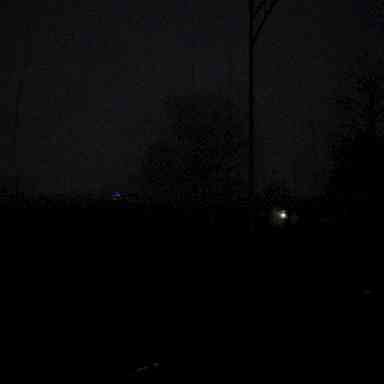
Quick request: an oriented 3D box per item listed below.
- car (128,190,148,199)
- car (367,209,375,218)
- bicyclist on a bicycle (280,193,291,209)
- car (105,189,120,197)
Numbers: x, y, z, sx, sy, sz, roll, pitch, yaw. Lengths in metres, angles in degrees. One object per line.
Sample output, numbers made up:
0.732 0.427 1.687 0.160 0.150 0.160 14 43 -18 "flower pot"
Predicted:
-9.024 0.403 55.106 2.128 1.511 4.902 -1 2 -35 "car"
14.624 1.344 21.918 2.033 1.411 5.357 -1 2 -36 "car"
9.606 0.950 34.184 1.656 1.620 0.582 0 1 -35 "bicyclist on a bicycle"
-15.057 0.212 63.571 1.812 1.442 4.674 -1 2 -35 "car"
